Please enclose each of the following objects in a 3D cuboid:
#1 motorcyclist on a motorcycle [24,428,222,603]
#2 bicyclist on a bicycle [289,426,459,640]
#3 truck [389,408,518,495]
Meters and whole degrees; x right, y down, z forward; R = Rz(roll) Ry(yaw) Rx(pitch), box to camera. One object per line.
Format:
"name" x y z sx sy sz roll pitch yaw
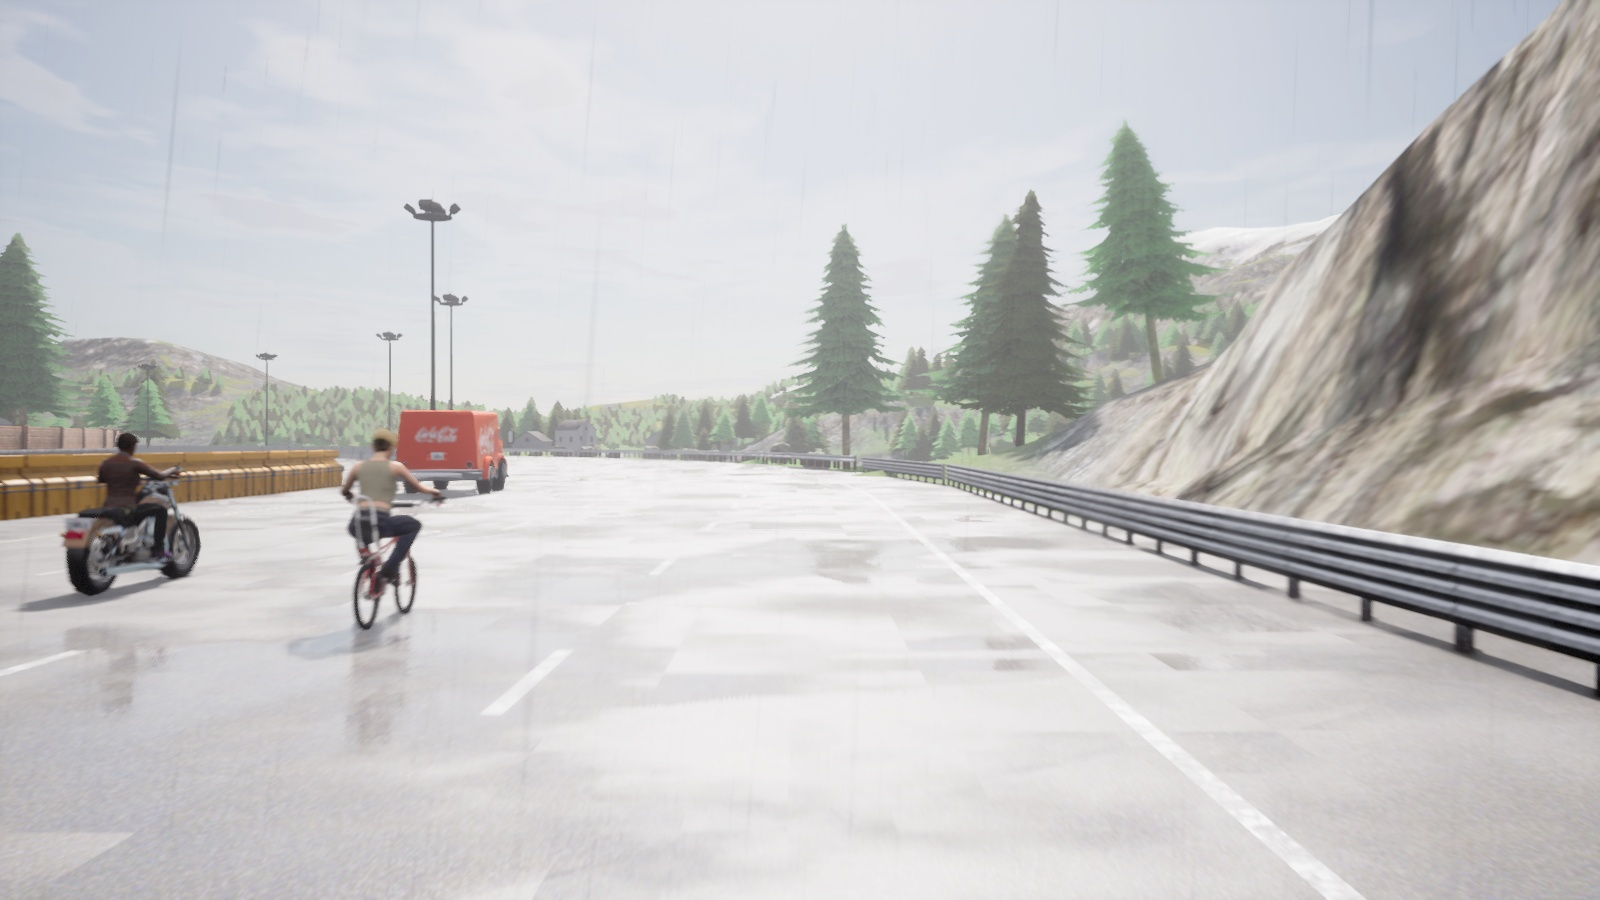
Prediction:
"motorcyclist on a motorcycle" -6.907 0.619 12.988 0.766 1.649 2.350 0 0 0
"bicyclist on a bicycle" -3.423 0.622 10.234 0.866 1.612 1.509 0 0 0
"truck" -10.404 0.033 38.184 2.627 2.467 5.204 0 0 -2
